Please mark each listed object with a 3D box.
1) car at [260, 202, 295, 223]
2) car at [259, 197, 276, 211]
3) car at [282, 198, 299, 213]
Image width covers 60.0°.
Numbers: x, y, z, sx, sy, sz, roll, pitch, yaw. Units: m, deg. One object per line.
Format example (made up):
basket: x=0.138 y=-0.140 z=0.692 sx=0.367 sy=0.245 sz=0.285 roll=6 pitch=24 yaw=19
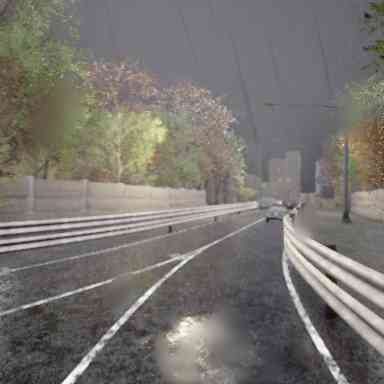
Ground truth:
car: x=7.628 y=1.900 z=29.306 sx=2.033 sy=1.411 sz=5.357 roll=0 pitch=-1 yaw=20
car: x=11.750 y=1.856 z=51.334 sx=2.150 sy=2.045 sz=5.566 roll=0 pitch=-1 yaw=20
car: x=13.901 y=1.824 z=47.152 sx=2.150 sy=2.045 sz=5.566 roll=0 pitch=-1 yaw=19
